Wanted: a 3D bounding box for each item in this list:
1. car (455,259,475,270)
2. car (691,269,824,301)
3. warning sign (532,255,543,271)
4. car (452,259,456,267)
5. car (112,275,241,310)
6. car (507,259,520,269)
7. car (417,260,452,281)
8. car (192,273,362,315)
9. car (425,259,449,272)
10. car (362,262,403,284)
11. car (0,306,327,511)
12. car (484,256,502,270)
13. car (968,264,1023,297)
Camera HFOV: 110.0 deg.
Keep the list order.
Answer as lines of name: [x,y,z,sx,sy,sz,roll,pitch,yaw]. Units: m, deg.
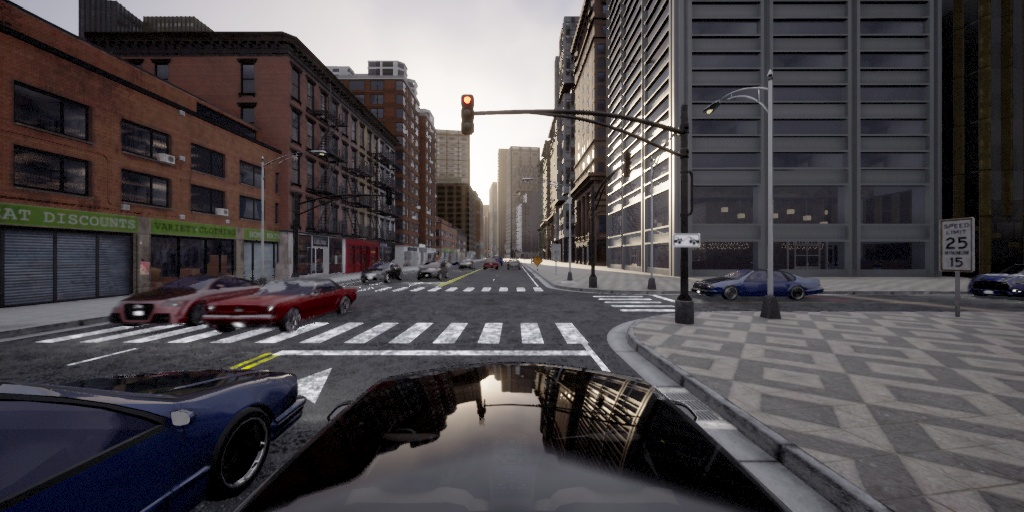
car: [-6.420,1.229,50.845,1.837,1.490,4.892,0,0,0]
car: [11.523,1.311,17.017,5.357,1.411,2.033,0,0,1]
warning sign: [2.988,0.848,42.157,1.300,1.860,1.060,0,0,0]
car: [-9.539,1.227,63.681,1.895,1.301,4.718,0,0,0]
car: [-9.817,1.314,11.418,1.994,1.385,4.181,0,0,0]
car: [0.277,1.213,53.857,2.128,1.511,4.902,0,0,0]
car: [-6.505,1.249,29.783,1.837,1.490,4.892,0,0,0]
car: [-6.569,1.351,10.841,1.895,1.301,4.718,0,0,0]
car: [-9.691,1.219,46.827,2.128,1.511,4.902,0,0,0]
car: [-9.764,1.237,27.216,2.128,1.511,4.902,0,0,0]
car: [-3.150,1.297,1.392,2.033,1.411,5.357,0,0,0]
car: [-2.975,1.074,53.132,2.097,1.767,4.553,0,0,0]
car: [24.761,1.122,16.919,4.553,1.767,2.097,0,0,0]
